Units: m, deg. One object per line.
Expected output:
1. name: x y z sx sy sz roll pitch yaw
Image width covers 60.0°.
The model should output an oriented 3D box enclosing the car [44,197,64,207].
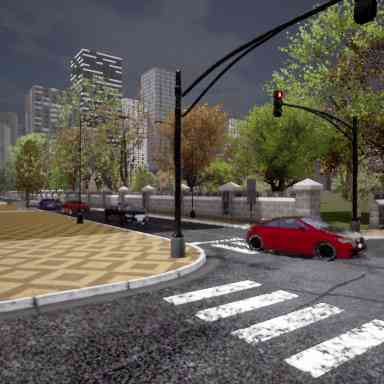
1. car: -24.133 1.680 58.046 2.128 1.511 4.902 0 0 -34

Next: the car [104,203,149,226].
1. car: -4.781 1.552 23.854 2.128 1.511 4.902 0 0 -34

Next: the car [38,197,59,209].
1. car: -20.546 1.669 47.218 1.812 1.442 4.674 0 -1 -34

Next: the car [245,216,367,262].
1. car: 4.060 1.587 12.293 4.181 1.385 1.994 0 0 44

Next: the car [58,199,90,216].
1. car: -12.093 1.577 34.632 1.882 1.535 5.008 0 0 -34
